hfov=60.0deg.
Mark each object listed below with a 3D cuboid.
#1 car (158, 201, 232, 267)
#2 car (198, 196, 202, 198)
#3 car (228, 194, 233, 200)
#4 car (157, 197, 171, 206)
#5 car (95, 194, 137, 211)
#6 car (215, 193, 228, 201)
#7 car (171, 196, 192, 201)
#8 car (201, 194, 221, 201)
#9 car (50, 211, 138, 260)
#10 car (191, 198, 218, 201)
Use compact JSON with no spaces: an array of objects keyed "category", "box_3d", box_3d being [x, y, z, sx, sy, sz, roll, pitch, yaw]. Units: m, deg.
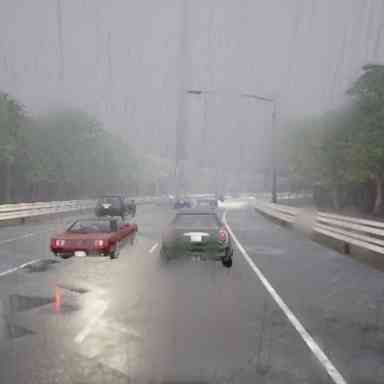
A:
[{"category":"car","box_3d":[0.184,1.353,11.651,2.097,1.767,4.553,0,0,2]},{"category":"car","box_3d":[2.226,1.526,70.545,1.994,1.385,4.181,0,0,9]},{"category":"car","box_3d":[9.100,1.538,88.662,1.895,1.301,4.718,0,0,12]},{"category":"car","box_3d":[-4.064,1.542,51.252,2.033,1.411,5.357,0,0,8]},{"category":"car","box_3d":[-6.110,1.213,27.227,2.150,2.045,5.566,0,0,4]},{"category":"car","box_3d":[5.892,1.198,71.320,2.150,2.045,5.566,0,0,10]},{"category":"car","box_3d":[-1.082,1.353,44.803,2.097,1.767,4.553,0,0,6]},{"category":"car","box_3d":[2.915,1.486,49.901,1.882,1.535,5.008,0,0,7]},{"category":"car","box_3d":[-3.329,1.596,12.383,1.895,1.301,4.718,0,0,2]},{"category":"car","box_3d":[1.252,1.568,32.402,1.994,1.385,4.181,0,0,4]}]
